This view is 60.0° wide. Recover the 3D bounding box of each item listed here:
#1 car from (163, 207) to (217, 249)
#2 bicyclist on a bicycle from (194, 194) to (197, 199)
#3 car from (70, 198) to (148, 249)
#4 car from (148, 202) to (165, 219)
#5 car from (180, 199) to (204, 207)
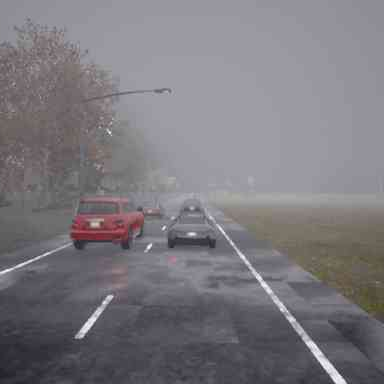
[{"bbox_3d":[0.000,1.575,14.650,1.994,1.385,4.181,0,0,0],"label":"car"},{"bbox_3d":[0.953,1.445,95.485,0.866,1.612,1.509,0,0,0],"label":"bicyclist on a bicycle"},{"bbox_3d":[-3.500,1.260,14.681,2.150,2.045,5.566,0,0,0],"label":"car"},{"bbox_3d":[-3.500,1.578,29.651,1.994,1.385,4.181,0,0,0],"label":"car"},{"bbox_3d":[0.000,1.372,29.621,2.097,1.767,4.553,0,0,0],"label":"car"}]
